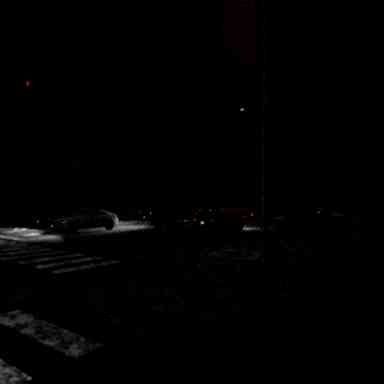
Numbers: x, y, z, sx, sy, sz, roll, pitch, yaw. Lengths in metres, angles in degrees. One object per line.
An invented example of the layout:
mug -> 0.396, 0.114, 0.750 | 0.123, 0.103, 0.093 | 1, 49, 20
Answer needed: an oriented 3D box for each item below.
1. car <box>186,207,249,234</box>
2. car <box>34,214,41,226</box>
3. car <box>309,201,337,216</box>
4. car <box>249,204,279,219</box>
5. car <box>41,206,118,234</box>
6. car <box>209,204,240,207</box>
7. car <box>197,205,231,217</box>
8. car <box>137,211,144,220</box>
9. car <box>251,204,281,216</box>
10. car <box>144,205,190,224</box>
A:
car -> 1.811, 1.925, 22.202 | 1.994, 1.385, 4.181 | 0, -1, 36
car -> -8.930, 1.785, 24.295 | 1.837, 1.490, 4.892 | 0, -1, 36
car -> 17.484, 2.381, 44.120 | 1.837, 1.490, 4.892 | 0, -1, 36
car -> 7.384, 2.155, 35.548 | 1.812, 1.442, 4.674 | 0, -1, 36
car -> -6.886, 1.785, 21.536 | 1.812, 1.442, 4.674 | 0, -1, 36
car -> 3.972, 2.088, 36.696 | 1.882, 1.535, 5.008 | 0, -1, 36
car -> 2.788, 2.261, 40.617 | 1.895, 1.301, 4.718 | 0, -1, 36
car -> -3.092, 2.069, 32.434 | 1.895, 1.301, 4.718 | 0, -1, 36
car -> 10.164, 2.360, 45.262 | 2.033, 1.411, 5.357 | 0, -1, 36
car -> -1.506, 1.924, 29.070 | 2.128, 1.511, 4.902 | 0, -1, 36
